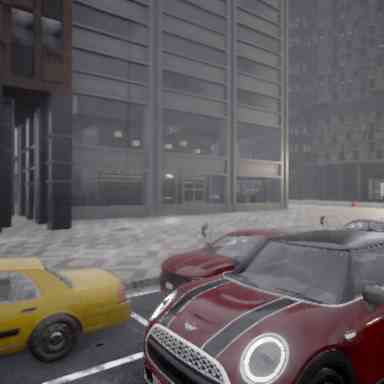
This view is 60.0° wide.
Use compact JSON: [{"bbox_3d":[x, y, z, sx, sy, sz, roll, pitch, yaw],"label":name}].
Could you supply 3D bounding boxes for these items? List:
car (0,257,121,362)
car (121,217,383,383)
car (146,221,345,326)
[{"bbox_3d":[-3.229,1.535,4.349,4.829,1.417,1.752,0,0,-36],"label":"car"},{"bbox_3d":[1.649,1.357,4.440,4.553,1.767,2.097,0,0,-36],"label":"car"},{"bbox_3d":[1.396,1.554,7.673,4.507,1.381,1.887,0,0,-36],"label":"car"}]
